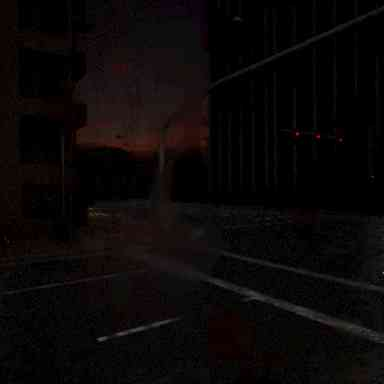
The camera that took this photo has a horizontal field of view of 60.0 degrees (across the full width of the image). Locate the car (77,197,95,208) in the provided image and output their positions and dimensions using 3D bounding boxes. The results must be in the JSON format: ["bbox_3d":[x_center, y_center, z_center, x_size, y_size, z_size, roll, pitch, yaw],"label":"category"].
[{"bbox_3d":[-14.838,1.403,45.186,2.033,1.411,5.357,-1,0,-34],"label":"car"}]
